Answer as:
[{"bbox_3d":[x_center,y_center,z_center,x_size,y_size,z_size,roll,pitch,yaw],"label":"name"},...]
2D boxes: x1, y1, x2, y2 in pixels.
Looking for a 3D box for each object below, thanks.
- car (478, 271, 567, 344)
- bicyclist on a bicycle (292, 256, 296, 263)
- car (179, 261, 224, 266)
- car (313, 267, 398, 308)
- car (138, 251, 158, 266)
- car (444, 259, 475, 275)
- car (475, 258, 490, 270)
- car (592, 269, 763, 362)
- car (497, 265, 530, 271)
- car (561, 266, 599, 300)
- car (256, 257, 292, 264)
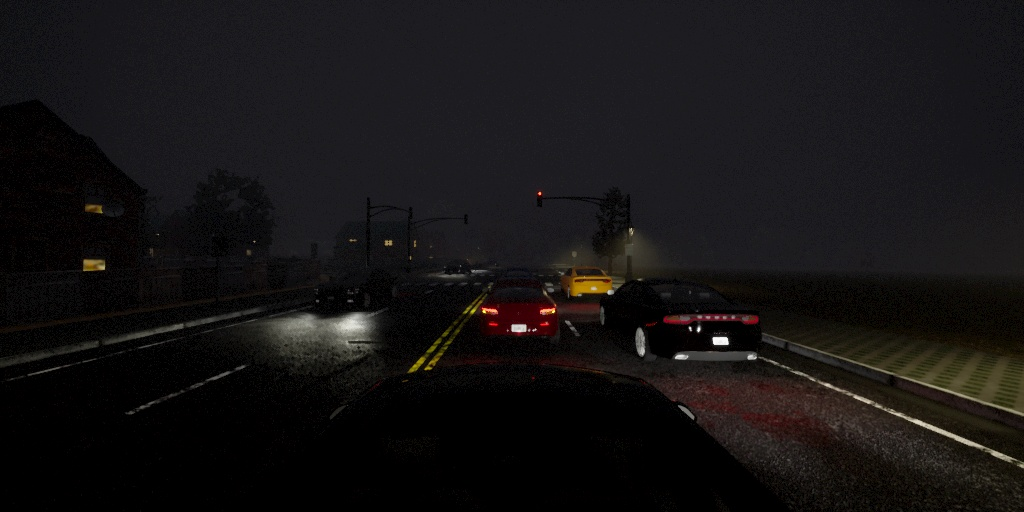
[{"bbox_3d":[0.162,1.280,9.465,1.812,1.442,4.674,0,0,1],"label":"car"},{"bbox_3d":[-24.251,0.780,39.926,0.582,1.620,1.656,1,-1,15],"label":"bicyclist on a bicycle"},{"bbox_3d":[-30.849,0.875,35.666,4.718,1.301,1.895,1,-1,16],"label":"car"},{"bbox_3d":[-6.461,1.240,15.366,1.882,1.535,5.008,0,0,1],"label":"car"},{"bbox_3d":[-40.928,0.332,38.480,5.566,2.045,2.150,1,-1,16],"label":"car"},{"bbox_3d":[-6.158,1.159,40.873,2.097,1.767,4.553,0,0,10],"label":"car"},{"bbox_3d":[-4.949,1.441,55.049,1.895,1.301,4.718,0,0,4],"label":"car"},{"bbox_3d":[3.402,1.231,8.291,1.882,1.535,5.008,0,0,0],"label":"car"},{"bbox_3d":[0.281,1.289,18.572,1.812,1.442,4.674,0,0,0],"label":"car"},{"bbox_3d":[3.532,1.239,17.759,1.882,1.535,5.008,0,0,1],"label":"car"},{"bbox_3d":[-21.062,0.910,32.952,5.008,1.535,1.882,1,-1,16],"label":"car"}]
